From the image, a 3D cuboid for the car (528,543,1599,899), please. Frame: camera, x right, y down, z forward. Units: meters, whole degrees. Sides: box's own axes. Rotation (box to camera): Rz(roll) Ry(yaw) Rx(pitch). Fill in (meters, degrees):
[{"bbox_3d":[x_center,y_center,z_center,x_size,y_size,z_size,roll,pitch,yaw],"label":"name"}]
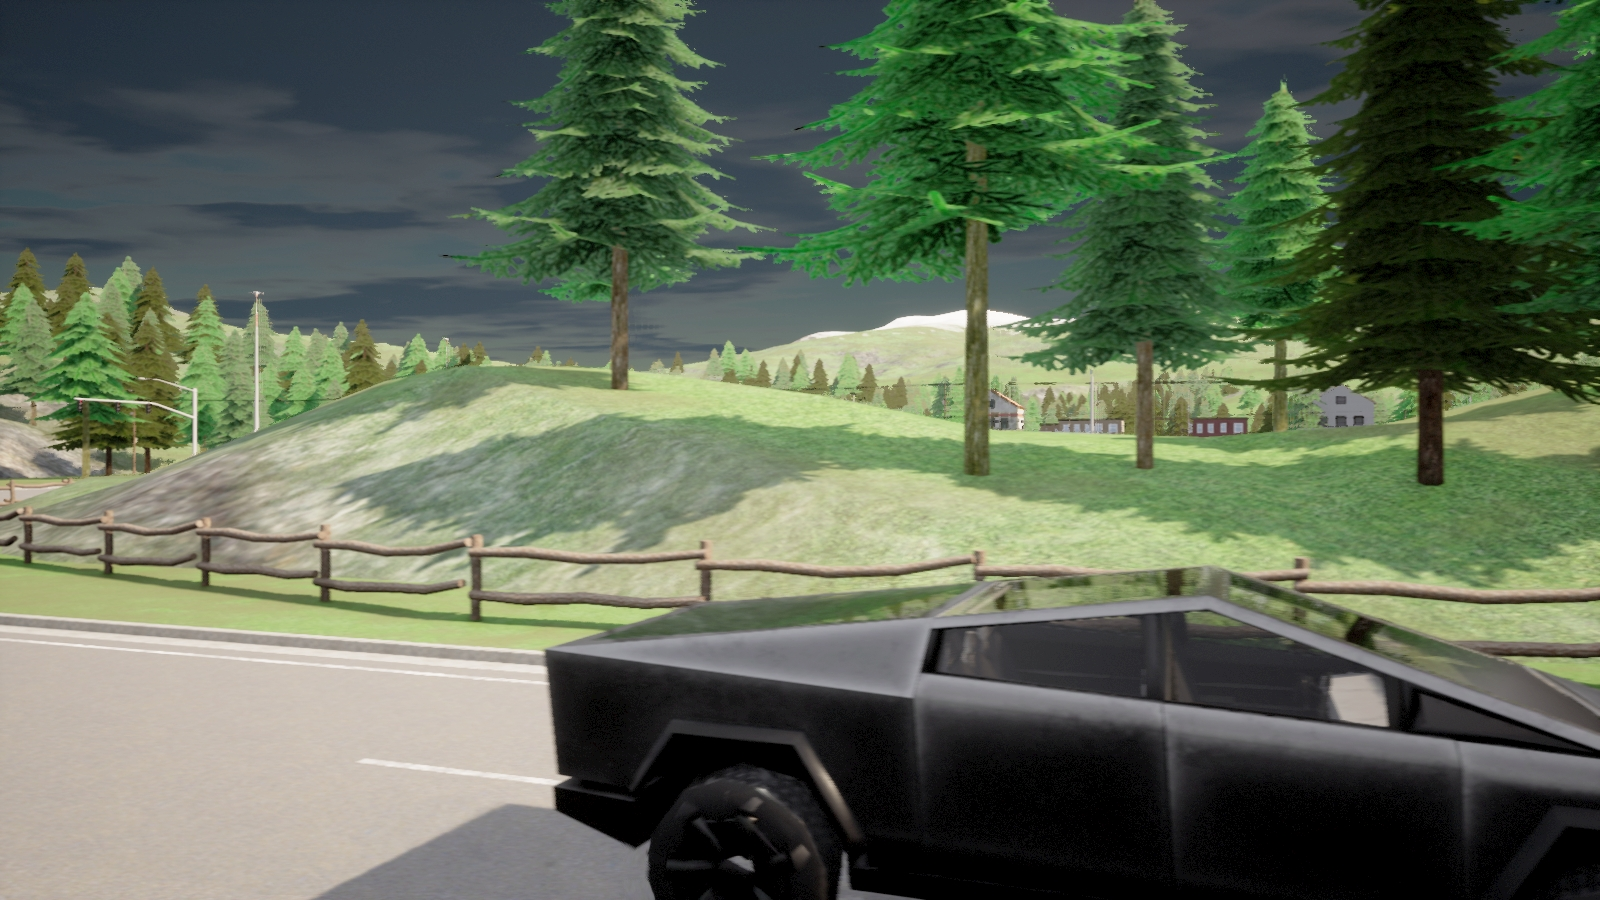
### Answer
[{"bbox_3d":[1.829,1.752,6.435,6.274,2.098,2.390,0,0,21],"label":"car"}]
